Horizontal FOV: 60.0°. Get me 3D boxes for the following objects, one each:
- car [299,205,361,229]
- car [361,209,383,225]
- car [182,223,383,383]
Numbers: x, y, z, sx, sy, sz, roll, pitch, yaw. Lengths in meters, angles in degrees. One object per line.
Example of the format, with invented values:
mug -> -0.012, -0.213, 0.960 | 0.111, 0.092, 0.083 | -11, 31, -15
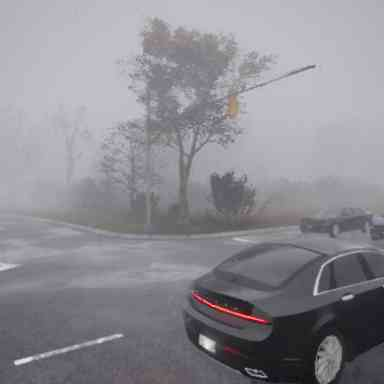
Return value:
car -> 7.970, 1.476, 18.270 | 5.008, 1.535, 1.882 | 0, 0, -35
car -> 10.308, 1.476, 15.637 | 5.008, 1.535, 1.882 | 0, 0, -35
car -> 2.145, 1.505, 5.273 | 4.892, 1.490, 1.837 | 0, 0, -36
